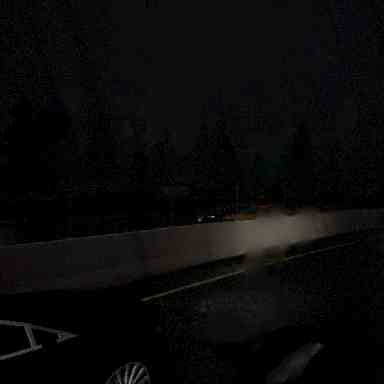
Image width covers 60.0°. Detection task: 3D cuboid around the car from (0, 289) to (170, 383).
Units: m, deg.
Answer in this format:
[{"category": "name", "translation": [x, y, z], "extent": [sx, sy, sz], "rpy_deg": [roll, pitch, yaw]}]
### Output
[{"category": "car", "translation": [-2.251, 1.491, 2.536], "extent": [2.128, 1.511, 4.902], "rpy_deg": [0, 0, 40]}]

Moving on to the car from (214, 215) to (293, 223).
[{"category": "car", "translation": [3.864, 1.477, 18.777], "extent": [5.008, 1.535, 1.882], "rpy_deg": [0, 0, -40]}]

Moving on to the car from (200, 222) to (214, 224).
[{"category": "car", "translation": [2.370, 1.491, 22.073], "extent": [4.902, 1.511, 2.128], "rpy_deg": [0, 0, -40]}]
